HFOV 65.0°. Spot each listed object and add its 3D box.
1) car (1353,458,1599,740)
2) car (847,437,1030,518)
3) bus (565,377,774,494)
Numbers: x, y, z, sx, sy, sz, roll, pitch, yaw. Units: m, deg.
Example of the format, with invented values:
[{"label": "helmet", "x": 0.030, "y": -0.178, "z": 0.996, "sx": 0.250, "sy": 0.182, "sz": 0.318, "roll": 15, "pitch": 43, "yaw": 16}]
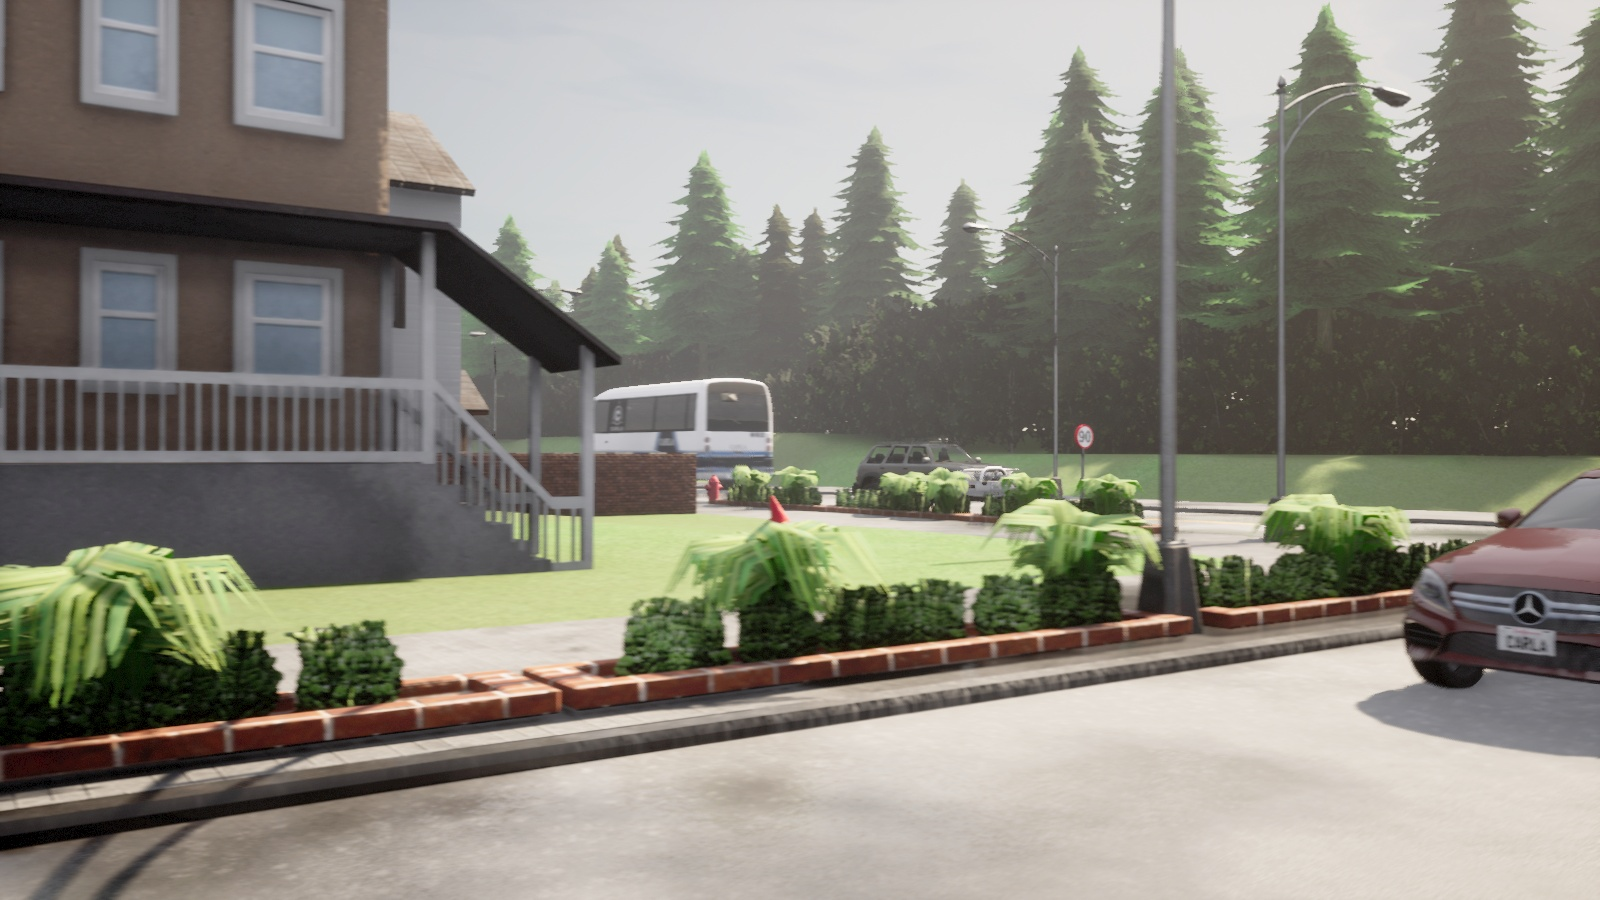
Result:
[{"label": "car", "x": 5.762, "y": 0.779, "z": 8.234, "sx": 4.674, "sy": 1.442, "sz": 1.812, "roll": 0, "pitch": 0, "yaw": -36}, {"label": "car", "x": 3.335, "y": 0.631, "z": 31.115, "sx": 1.932, "sy": 1.855, "sz": 4.605, "roll": 0, "pitch": 0, "yaw": -35}, {"label": "bus", "x": -5.560, "y": -0.495, "z": 50.923, "sx": 3.944, "sy": 4.253, "sz": 10.273, "roll": 0, "pitch": 0, "yaw": -35}]
